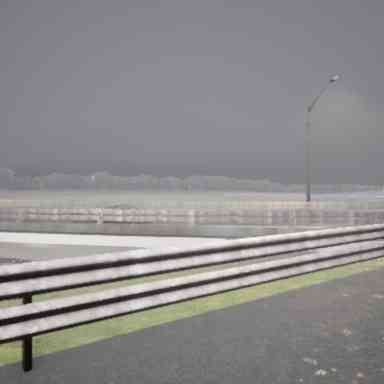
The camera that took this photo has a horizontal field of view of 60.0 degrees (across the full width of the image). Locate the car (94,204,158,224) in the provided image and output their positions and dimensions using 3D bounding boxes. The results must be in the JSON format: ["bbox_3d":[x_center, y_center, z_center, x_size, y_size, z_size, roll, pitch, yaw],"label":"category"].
[{"bbox_3d":[-4.386,1.522,22.346,4.181,1.385,1.994,0,0,12],"label":"car"}]

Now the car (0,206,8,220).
[{"bbox_3d":[-16.492,1.290,25.491,4.553,1.767,2.097,0,0,17],"label":"car"}]
